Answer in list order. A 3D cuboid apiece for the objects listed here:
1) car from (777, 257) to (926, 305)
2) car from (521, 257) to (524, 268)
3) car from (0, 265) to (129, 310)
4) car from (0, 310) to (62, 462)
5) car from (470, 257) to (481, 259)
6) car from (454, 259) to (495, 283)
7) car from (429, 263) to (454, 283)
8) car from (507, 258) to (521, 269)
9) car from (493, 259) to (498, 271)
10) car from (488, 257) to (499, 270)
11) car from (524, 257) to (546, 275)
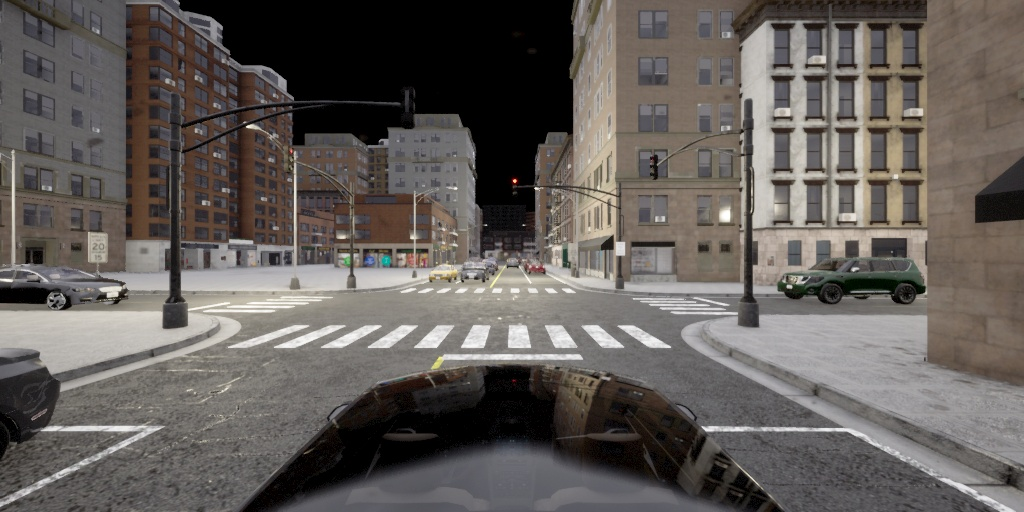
[{"bbox_3d":[15.352,1.057,16.358,5.566,2.045,2.150,0,0,-2],"label":"car"},{"bbox_3d":[2.663,1.067,45.537,2.192,1.841,5.009,0,0,0],"label":"car"},{"bbox_3d":[-17.276,1.162,13.382,4.902,1.511,2.128,0,0,2],"label":"car"},{"bbox_3d":[-5.388,1.300,1.711,2.007,1.370,4.403,0,0,0],"label":"car"},{"bbox_3d":[-5.359,1.068,51.205,2.192,1.841,5.009,0,0,0],"label":"car"},{"bbox_3d":[-2.821,1.243,28.207,2.128,1.511,4.902,0,0,2],"label":"car"},{"bbox_3d":[-5.372,1.276,28.387,1.751,1.417,4.829,0,0,0],"label":"car"},{"bbox_3d":[0.127,1.318,58.606,1.994,1.385,4.181,0,0,1],"label":"car"},{"bbox_3d":[-2.824,1.316,38.108,1.994,1.385,4.181,0,0,0],"label":"car"},{"bbox_3d":[-2.810,1.279,48.183,1.812,1.442,4.674,0,0,0],"label":"car"},{"bbox_3d":[2.659,1.192,39.875,1.967,1.591,4.097,0,0,0],"label":"car"}]
